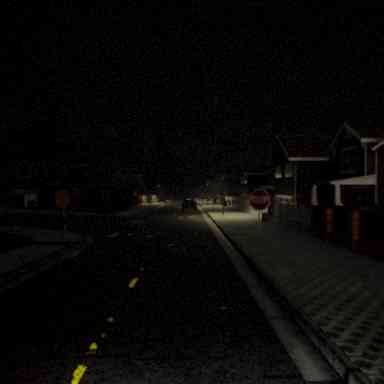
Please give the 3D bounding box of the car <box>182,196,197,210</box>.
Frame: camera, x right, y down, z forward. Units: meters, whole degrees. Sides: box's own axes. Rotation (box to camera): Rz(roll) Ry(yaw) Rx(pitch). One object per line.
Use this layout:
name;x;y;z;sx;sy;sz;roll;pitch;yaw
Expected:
car;-0.357;1.494;42.892;2.128;1.511;4.902;0;0;-1

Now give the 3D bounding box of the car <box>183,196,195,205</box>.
car;-0.573;1.530;62.539;2.128;1.511;4.902;0;0;-1
